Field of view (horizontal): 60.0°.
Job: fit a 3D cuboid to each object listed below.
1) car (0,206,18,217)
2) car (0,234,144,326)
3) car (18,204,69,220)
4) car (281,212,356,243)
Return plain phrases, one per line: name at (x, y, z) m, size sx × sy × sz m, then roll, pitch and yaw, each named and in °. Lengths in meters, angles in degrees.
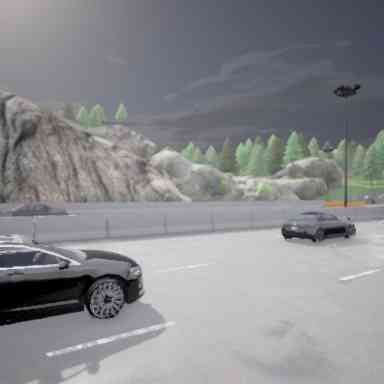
car at (-13.279, 1.574, 20.303) m, size 4.181 × 1.385 × 1.994 m, roll 1°, pitch 0°, yaw -35°
car at (-3.218, 1.498, 5.749) m, size 4.902 × 1.511 × 2.128 m, roll 1°, pitch 0°, yaw -36°
car at (-12.295, 1.596, 25.298) m, size 5.357 × 1.411 × 2.033 m, roll 1°, pitch 0°, yaw -35°
car at (6.492, 1.718, 16.985) m, size 4.181 × 1.385 × 1.994 m, roll 1°, pitch 0°, yaw -36°
